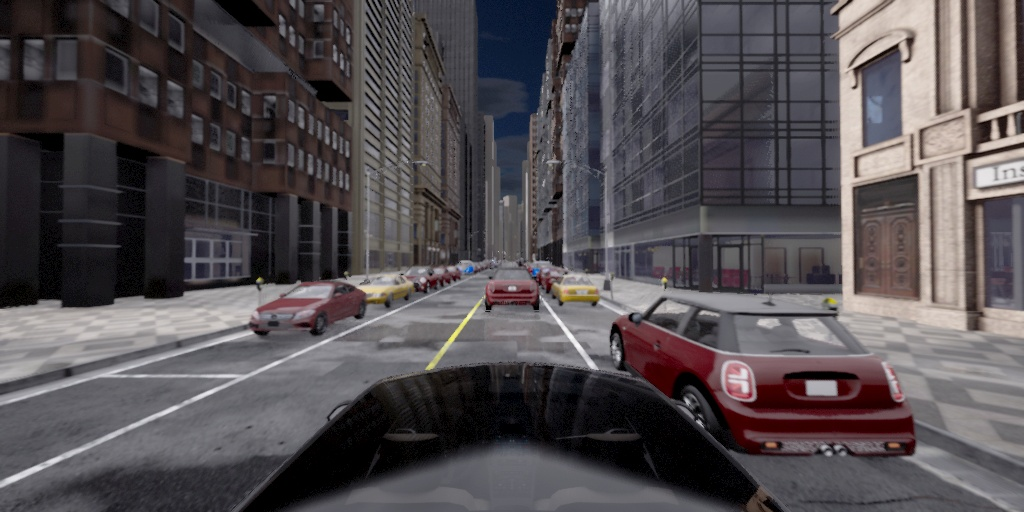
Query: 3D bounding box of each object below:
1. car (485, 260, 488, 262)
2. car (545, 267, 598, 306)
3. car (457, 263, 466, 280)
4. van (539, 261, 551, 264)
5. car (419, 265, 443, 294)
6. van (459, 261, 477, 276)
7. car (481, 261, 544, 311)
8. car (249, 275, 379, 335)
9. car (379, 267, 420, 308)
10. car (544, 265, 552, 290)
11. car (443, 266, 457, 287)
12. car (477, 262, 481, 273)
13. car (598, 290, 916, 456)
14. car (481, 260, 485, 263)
[{"bbox_3d":[-5.723,1.903,61.151,1.948,1.339,4.313,0,0,0],"label":"car"},{"bbox_3d":[2.773,1.420,16.511,1.751,1.417,4.829,0,0,0],"label":"car"},{"bbox_3d":[-5.742,1.605,33.144,1.888,1.381,4.507,0,0,0],"label":"car"},{"bbox_3d":[2.784,1.401,33.146,1.690,1.789,3.998,0,0,0],"label":"van"},{"bbox_3d":[-5.749,1.389,21.940,1.967,1.591,4.097,0,0,0],"label":"car"},{"bbox_3d":[-5.734,1.512,44.347,1.690,1.789,3.998,0,0,0],"label":"van"},{"bbox_3d":[0.029,1.235,15.289,2.097,1.767,4.553,0,-1,0],"label":"car"},{"bbox_3d":[-5.757,1.421,10.737,1.802,1.307,4.207,0,0,0],"label":"car"},{"bbox_3d":[-5.753,1.419,16.169,1.751,1.417,4.829,0,0,0],"label":"car"},{"bbox_3d":[2.776,1.495,21.943,1.888,1.381,4.507,0,0,0],"label":"car"},{"bbox_3d":[-5.745,1.550,27.541,1.888,1.381,4.507,0,0,0],"label":"car"},{"bbox_3d":[-5.730,1.808,49.948,1.802,1.307,4.207,0,0,0],"label":"car"},{"bbox_3d":[2.765,1.224,5.137,1.967,1.591,4.097,0,0,0],"label":"car"},{"bbox_3d":[-5.727,1.722,55.550,1.967,1.591,4.097,0,0,0],"label":"car"}]
